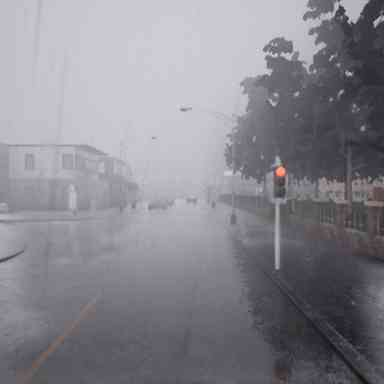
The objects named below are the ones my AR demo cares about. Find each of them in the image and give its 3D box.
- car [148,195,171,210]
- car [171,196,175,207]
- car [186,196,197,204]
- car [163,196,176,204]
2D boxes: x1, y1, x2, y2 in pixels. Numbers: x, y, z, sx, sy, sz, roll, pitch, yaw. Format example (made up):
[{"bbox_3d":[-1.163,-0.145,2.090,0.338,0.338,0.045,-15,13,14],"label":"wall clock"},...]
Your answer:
[{"bbox_3d":[-4.123,1.314,41.265,2.097,1.767,4.553,0,0,0],"label":"car"},{"bbox_3d":[-4.071,1.306,51.019,2.097,1.767,4.553,0,0,0],"label":"car"},{"bbox_3d":[-0.075,1.422,61.351,1.882,1.535,5.008,0,0,0],"label":"car"},{"bbox_3d":[-4.070,1.436,61.068,2.128,1.511,4.902,0,0,0],"label":"car"}]
